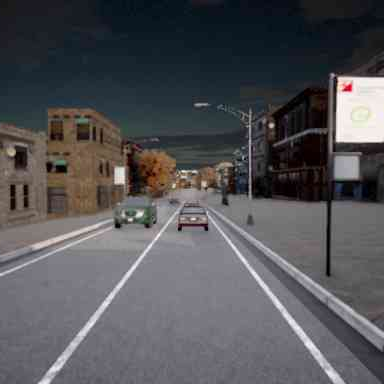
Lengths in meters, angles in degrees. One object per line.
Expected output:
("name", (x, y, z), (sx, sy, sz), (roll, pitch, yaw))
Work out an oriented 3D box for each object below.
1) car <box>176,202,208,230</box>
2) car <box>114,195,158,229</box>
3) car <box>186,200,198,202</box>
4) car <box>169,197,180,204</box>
("car", (0.059, 1.556, 20.956), (2.033, 1.411, 5.357), (0, 0, 0))
("car", (-3.523, 1.232, 21.806), (2.150, 2.045, 5.566), (0, 0, 0))
("car", (-0.028, 1.669, 42.889), (1.895, 1.301, 4.718), (0, 0, 0))
("car", (-3.337, 1.700, 63.729), (1.895, 1.301, 4.718), (0, 0, 1))
